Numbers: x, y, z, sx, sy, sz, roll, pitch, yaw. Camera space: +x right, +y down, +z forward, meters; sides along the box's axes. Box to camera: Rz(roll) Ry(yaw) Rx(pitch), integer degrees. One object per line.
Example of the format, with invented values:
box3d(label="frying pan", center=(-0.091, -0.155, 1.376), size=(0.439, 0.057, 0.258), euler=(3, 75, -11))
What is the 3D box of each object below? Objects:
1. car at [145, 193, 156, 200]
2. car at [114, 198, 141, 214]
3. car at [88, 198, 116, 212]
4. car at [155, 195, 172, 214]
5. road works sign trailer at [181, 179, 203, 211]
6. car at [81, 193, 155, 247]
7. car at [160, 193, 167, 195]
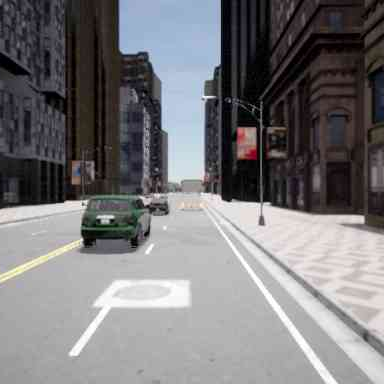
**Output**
box3d(label="car", center=(-9.762, 0.952, 78.289), size=(1.882, 1.535, 5.008), euler=(0, 0, 0))
box3d(label="car", center=(-6.597, 1.377, 34.429), size=(1.812, 1.442, 4.674), euler=(0, 0, 0))
box3d(label="car", center=(-9.847, 1.368, 36.710), size=(1.812, 1.442, 4.674), euler=(0, 0, 0))
box3d(label="car", center=(-3.154, 1.362, 32.892), size=(1.837, 1.490, 4.892), euler=(0, 0, 0))
box3d(label="road works sign trailer", center=(-0.005, 0.303, 37.758), size=(2.380, 3.560, 2.880), euler=(0, 0, 0))
box3d(label="car", center=(-3.152, 1.152, 14.763), size=(2.150, 2.045, 5.566), euler=(0, 0, 0))
box3d(label="car", center=(-6.512, 1.040, 76.480), size=(2.033, 1.411, 5.357), euler=(0, 0, 0))
